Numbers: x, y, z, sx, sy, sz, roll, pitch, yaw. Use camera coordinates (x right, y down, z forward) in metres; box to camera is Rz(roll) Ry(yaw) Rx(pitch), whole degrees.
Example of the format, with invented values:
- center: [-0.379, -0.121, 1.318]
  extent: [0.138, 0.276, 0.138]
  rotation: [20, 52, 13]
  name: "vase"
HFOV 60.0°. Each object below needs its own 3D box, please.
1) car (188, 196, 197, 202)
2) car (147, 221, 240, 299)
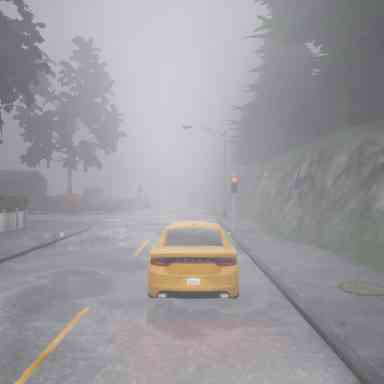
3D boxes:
- center: [0.012, 1.508, 71.061]
  extent: [1.895, 1.301, 4.718]
  rotation: [0, 0, 0]
  name: "car"
- center: [0.049, 1.478, 8.528]
  extent: [1.882, 1.535, 5.008]
  rotation: [0, 0, 1]
  name: "car"
